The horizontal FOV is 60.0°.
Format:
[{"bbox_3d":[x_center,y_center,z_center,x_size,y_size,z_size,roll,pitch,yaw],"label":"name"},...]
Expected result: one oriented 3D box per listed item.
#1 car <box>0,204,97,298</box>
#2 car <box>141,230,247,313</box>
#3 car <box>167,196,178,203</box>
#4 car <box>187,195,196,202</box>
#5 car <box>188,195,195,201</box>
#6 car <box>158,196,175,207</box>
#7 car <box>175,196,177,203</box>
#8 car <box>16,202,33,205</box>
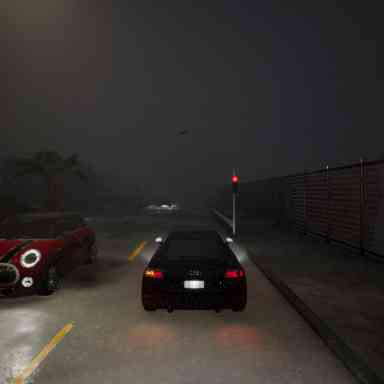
[{"bbox_3d":[-4.079,1.352,8.686,2.097,1.767,4.553,0,0,0],"label":"car"},{"bbox_3d":[0.049,1.564,7.746,1.994,1.385,4.181,0,0,0],"label":"car"},{"bbox_3d":[-4.134,1.540,71.354,2.033,1.411,5.357,0,0,0],"label":"car"},{"bbox_3d":[-0.141,1.524,75.476,1.812,1.442,4.674,0,0,0],"label":"car"},{"bbox_3d":[-0.162,1.524,85.717,1.812,1.442,4.674,0,0,0],"label":"car"},{"bbox_3d":[-4.189,1.478,51.780,1.882,1.535,5.008,0,0,0],"label":"car"},{"bbox_3d":[-4.179,1.491,61.045,2.128,1.511,4.902,0,0,0],"label":"car"},{"bbox_3d":[-13.305,1.526,26.577,4.674,1.442,1.812,0,0,0],"label":"car"}]
